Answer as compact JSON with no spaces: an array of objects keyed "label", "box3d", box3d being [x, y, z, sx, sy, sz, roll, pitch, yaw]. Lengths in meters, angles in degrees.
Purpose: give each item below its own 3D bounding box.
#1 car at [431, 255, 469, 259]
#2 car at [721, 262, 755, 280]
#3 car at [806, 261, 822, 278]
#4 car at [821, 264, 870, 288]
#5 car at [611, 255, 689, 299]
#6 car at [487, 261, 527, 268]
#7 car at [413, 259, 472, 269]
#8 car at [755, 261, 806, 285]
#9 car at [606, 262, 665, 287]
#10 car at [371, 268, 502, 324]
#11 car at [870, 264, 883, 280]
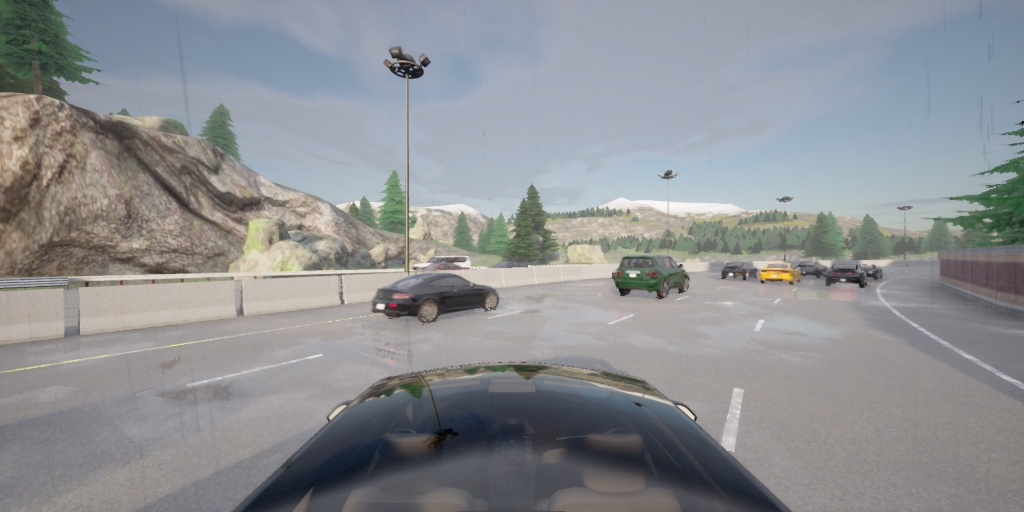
[{"label":"car","box3d":[-5.823,0.971,30.359,2.150,2.045,5.566,0,0,41]},{"label":"car","box3d":[19.841,1.255,31.148,4.892,1.490,1.837,0,0,-42]},{"label":"car","box3d":[27.713,1.241,33.200,4.902,1.511,2.128,0,0,-39]},{"label":"car","box3d":[22.492,1.255,24.090,4.892,1.490,1.837,0,0,-43]},{"label":"car","box3d":[7.305,0.972,18.477,2.150,2.045,5.566,0,0,41]},{"label":"car","box3d":[-0.460,1.297,41.176,5.357,1.411,2.033,0,0,-44]},{"label":"car","box3d":[-5.226,1.227,25.646,1.882,1.535,5.008,0,0,40]},{"label":"car","box3d":[19.769,1.228,26.330,5.008,1.535,1.882,0,0,-44]},{"label":"car","box3d":[8.805,1.242,25.308,2.128,1.511,4.902,0,0,43]},{"label":"car","box3d":[-2.366,1.276,12.001,1.812,1.442,4.674,0,0,36]},{"label":"car","box3d":[30.435,1.351,30.918,4.718,1.301,1.895,0,0,-39]}]
